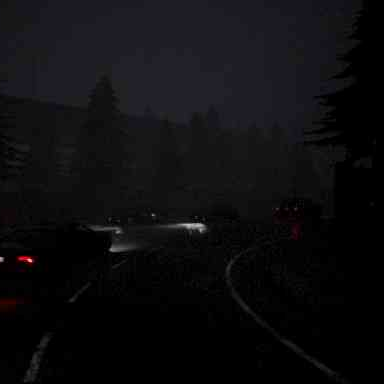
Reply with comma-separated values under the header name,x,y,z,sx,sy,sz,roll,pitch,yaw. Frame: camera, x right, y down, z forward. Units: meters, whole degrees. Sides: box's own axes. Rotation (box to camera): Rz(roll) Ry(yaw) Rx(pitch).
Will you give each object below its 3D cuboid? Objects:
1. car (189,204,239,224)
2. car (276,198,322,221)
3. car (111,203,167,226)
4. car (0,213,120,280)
name,x,y,z,sx,sy,sz,roll,pitch,yaw
car,1.722,1.612,25.455,4.181,1.385,1.994,-1,0,-44
car,8.821,1.308,27.223,4.553,1.767,2.097,-1,0,-45
car,-3.992,1.628,24.608,1.837,1.490,4.892,-1,-1,43
car,-4.195,1.631,10.259,2.033,1.411,5.357,-1,0,7
